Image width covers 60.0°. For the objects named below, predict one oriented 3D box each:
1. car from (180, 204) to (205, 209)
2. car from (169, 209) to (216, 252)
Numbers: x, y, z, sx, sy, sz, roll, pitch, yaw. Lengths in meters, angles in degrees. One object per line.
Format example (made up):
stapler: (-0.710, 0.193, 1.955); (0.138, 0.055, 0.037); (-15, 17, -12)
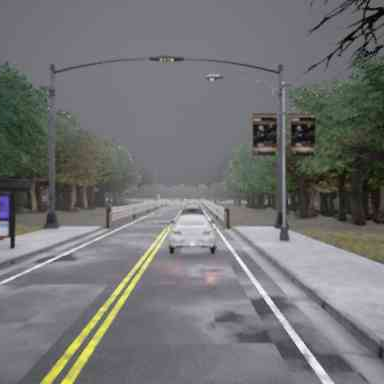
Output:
car: (0.035, 1.788, 29.301); (1.837, 1.490, 4.892); (0, 0, 0)
car: (0.020, 1.664, 14.382); (1.812, 1.442, 4.674); (0, 0, 0)
